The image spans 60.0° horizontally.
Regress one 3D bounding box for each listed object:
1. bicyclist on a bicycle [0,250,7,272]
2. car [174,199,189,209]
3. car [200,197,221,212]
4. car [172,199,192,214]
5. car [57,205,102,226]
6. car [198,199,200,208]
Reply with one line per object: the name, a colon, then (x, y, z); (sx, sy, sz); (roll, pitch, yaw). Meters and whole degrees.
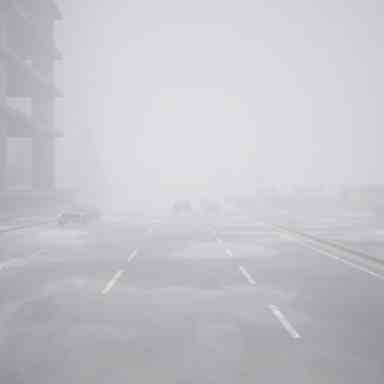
bicyclist on a bicycle: (-5.928, 1.455, 9.146); (1.656, 1.620, 0.582); (-2, 0, -2)
car: (-1.402, 1.601, 45.490); (1.895, 1.301, 4.718); (0, 0, -2)
car: (2.298, 1.564, 39.107); (1.994, 1.385, 4.181); (0, 0, -2)
car: (-1.049, 1.505, 35.223); (1.837, 1.490, 4.892); (0, 0, -2)
car: (-7.777, 1.601, 23.330); (1.895, 1.301, 4.718); (0, 0, -2)
car: (1.938, 1.478, 49.029); (1.882, 1.535, 5.008); (0, 0, -1)
